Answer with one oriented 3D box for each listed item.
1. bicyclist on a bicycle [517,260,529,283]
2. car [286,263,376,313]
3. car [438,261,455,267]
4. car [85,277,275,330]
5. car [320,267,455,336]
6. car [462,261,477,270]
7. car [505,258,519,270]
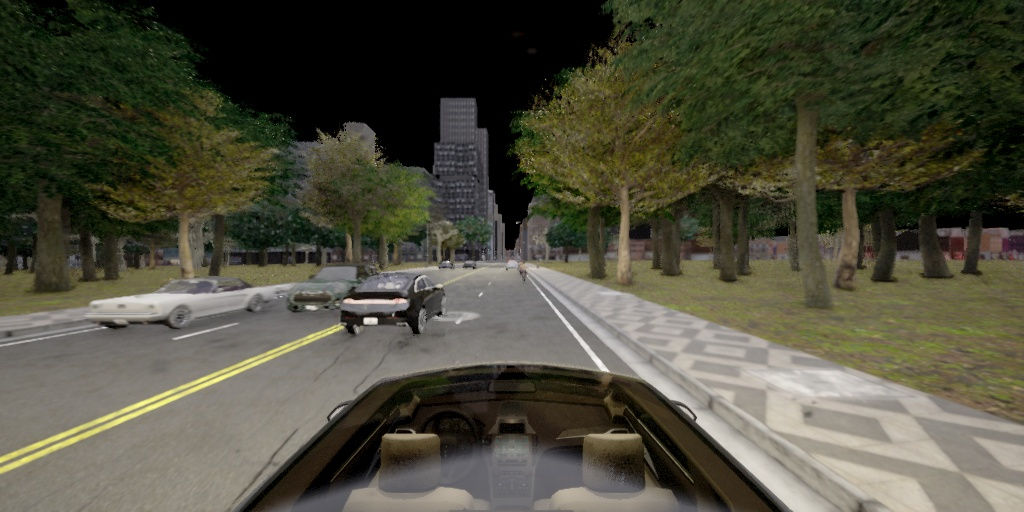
[{"bbox_3d":[0.888,1.218,26.732,0.866,1.612,1.509,0,0,0],"label":"bicyclist on a bicycle"},{"bbox_3d":[-6.601,1.110,14.017,2.097,1.767,4.553,0,0,0],"label":"car"},{"bbox_3d":[-9.814,1.420,53.970,1.994,1.385,4.181,0,0,0],"label":"car"},{"bbox_3d":[-9.852,1.355,11.241,1.895,1.301,4.718,0,0,0],"label":"car"},{"bbox_3d":[-3.152,1.245,10.418,2.128,1.511,4.902,0,0,0],"label":"car"},{"bbox_3d":[-6.555,1.413,56.381,2.033,1.411,5.357,0,0,1],"label":"car"},{"bbox_3d":[0.069,1.386,54.990,1.812,1.442,4.674,0,0,0],"label":"car"}]
